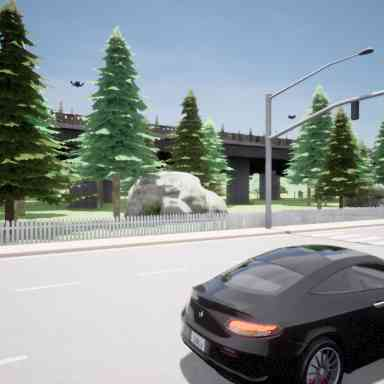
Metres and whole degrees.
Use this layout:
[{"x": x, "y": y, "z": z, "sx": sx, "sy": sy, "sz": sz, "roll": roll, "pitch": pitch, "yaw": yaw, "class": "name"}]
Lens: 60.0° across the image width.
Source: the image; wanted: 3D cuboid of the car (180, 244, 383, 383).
[{"x": 2.082, "y": 1.526, "z": 4.908, "sx": 4.674, "sy": 1.442, "sz": 1.812, "roll": 0, "pitch": 0, "yaw": -29, "class": "car"}]
